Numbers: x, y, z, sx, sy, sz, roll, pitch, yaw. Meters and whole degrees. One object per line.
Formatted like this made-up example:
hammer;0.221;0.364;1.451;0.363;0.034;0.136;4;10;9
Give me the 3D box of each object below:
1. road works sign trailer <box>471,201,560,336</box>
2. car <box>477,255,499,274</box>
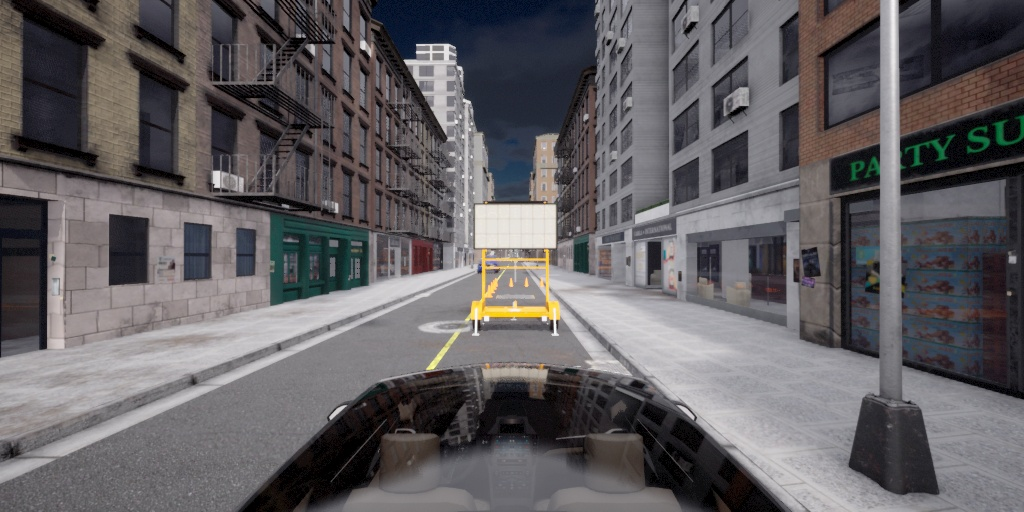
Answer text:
road works sign trailer;0.102;0.214;10.421;2.380;3.560;2.880;0;0;1
car;-2.613;0.959;40.461;2.150;2.045;5.566;0;0;1
